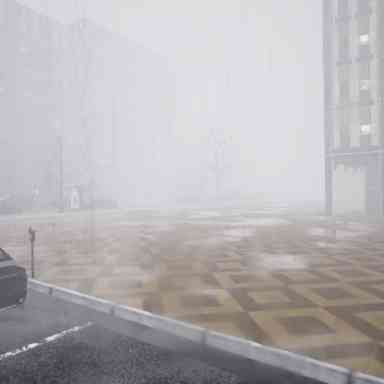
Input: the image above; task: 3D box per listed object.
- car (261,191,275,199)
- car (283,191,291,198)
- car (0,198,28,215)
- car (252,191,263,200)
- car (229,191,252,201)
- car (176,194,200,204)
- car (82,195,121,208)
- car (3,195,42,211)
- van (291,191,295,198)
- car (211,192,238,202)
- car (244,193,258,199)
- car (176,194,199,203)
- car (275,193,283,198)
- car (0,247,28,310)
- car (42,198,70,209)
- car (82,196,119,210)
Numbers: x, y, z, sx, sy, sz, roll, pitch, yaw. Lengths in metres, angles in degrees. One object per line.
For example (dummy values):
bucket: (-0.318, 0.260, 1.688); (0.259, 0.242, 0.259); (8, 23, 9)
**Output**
car: (15.657, 0.740, 73.114); (2.192, 1.841, 5.009); (-1, 0, 36)
car: (22.141, 0.932, 82.071); (1.802, 1.307, 4.206); (-1, 0, 36)
car: (-16.747, 1.413, 28.336); (1.802, 1.307, 4.206); (-1, 0, 36)
car: (12.419, 1.046, 68.637); (1.802, 1.307, 4.206); (-1, 0, 36)
car: (9.178, 1.048, 64.159); (1.887, 1.381, 4.507); (-1, 0, 36)
car: (-0.545, 1.062, 50.725); (1.967, 1.590, 4.097); (-1, 0, 36)
car: (-12.052, 1.272, 44.704); (1.882, 1.535, 5.008); (-1, 0, 36)
car: (-20.296, 1.228, 37.728); (2.192, 1.841, 5.009); (-1, 0, 36)
van: (25.379, 0.654, 86.549); (1.690, 1.788, 3.998); (-1, 0, 36)
car: (5.937, 1.093, 59.681); (2.008, 1.369, 4.403); (-1, 0, 36)
car: (15.353, 1.040, 86.985); (1.947, 1.339, 4.313); (-1, 0, 36)
car: (-0.768, 1.179, 60.141); (1.812, 1.442, 4.674); (-1, 0, 36)
car: (18.900, 0.938, 77.592); (2.008, 1.369, 4.403); (-1, 0, 36)
car: (-4.979, 1.553, 6.596); (4.403, 1.369, 2.008); (0, -1, 35)
car: (-17.053, 1.415, 42.207); (1.887, 1.381, 4.507); (-1, 0, 36)
car: (-10.267, 1.186, 37.292); (1.967, 1.590, 4.097); (-1, 0, 36)
